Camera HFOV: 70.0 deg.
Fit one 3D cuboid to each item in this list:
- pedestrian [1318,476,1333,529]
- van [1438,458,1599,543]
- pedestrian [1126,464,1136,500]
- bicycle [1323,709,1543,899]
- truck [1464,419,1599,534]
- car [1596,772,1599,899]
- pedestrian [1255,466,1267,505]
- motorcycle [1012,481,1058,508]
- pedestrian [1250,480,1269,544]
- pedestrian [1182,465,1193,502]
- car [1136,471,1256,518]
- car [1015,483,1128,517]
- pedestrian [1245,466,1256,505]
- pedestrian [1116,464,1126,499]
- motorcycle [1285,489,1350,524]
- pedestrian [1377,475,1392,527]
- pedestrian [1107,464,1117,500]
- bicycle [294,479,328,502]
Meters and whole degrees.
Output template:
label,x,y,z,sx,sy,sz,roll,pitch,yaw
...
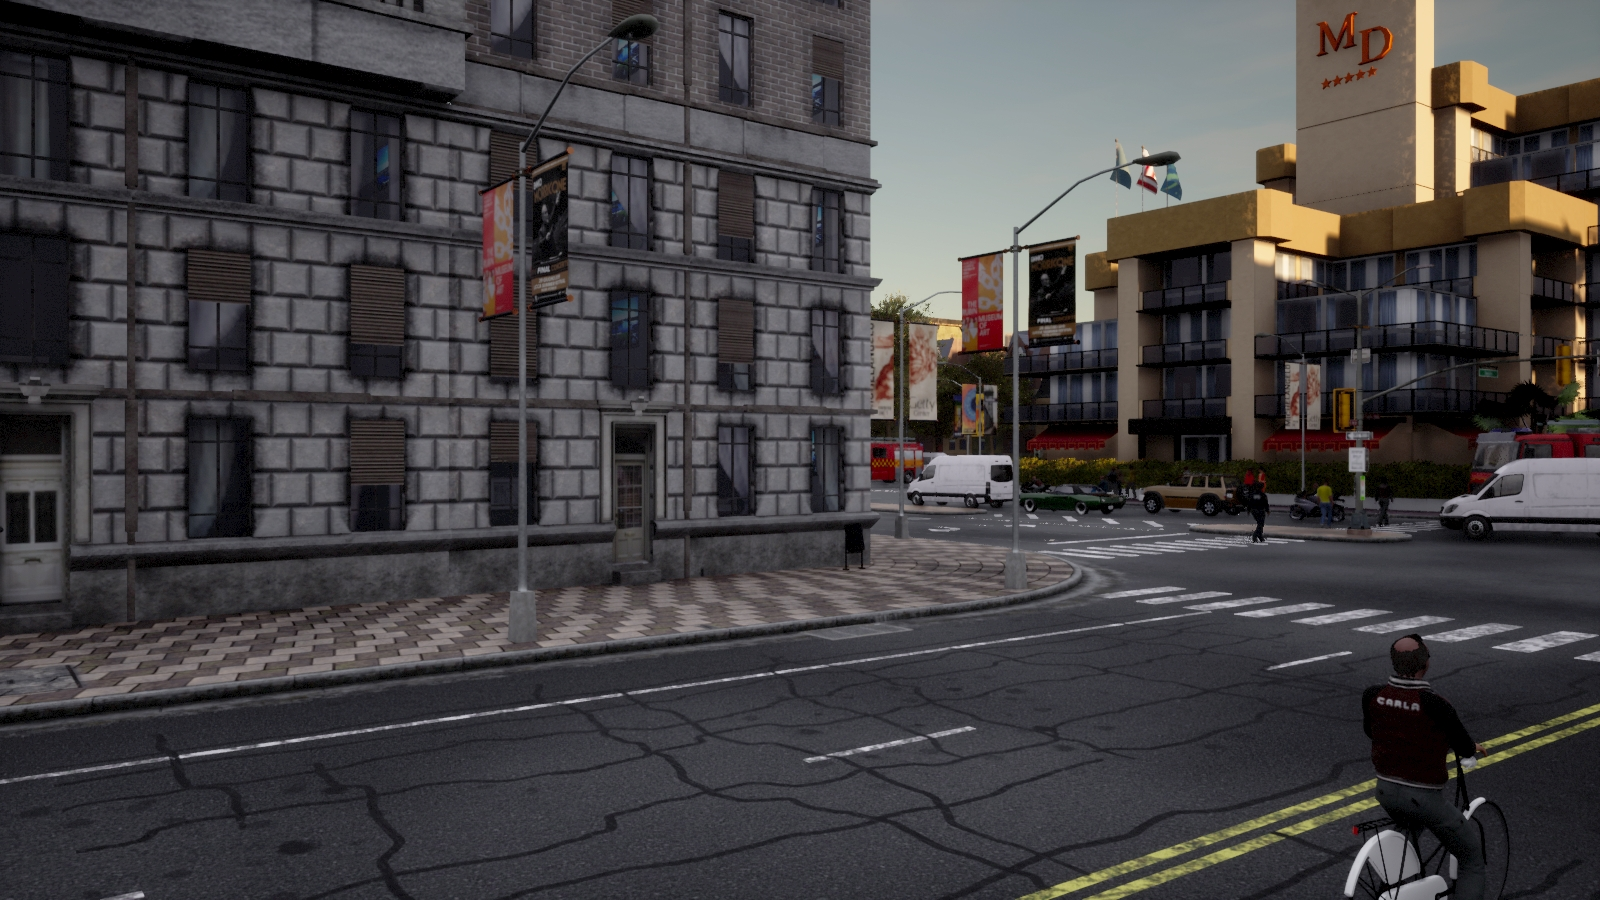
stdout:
label,x,y,z,sx,sy,sz,roll,pitch,yaw
pedestrian,18.569,1.848,40.383,0.375,1.860,0.375,0,0,-43
van,23.576,1.534,36.095,5.915,2.561,1.988,0,0,28
pedestrian,17.546,1.696,60.559,0.375,1.860,0.375,0,0,-36
bicycle,3.626,2.210,6.476,1.835,1.171,0.329,0,0,-35
truck,28.058,0.891,39.406,8.468,3.827,2.891,0,0,5
car,4.999,1.754,3.274,6.274,2.098,2.390,0,0,-34
pedestrian,22.020,1.696,54.544,0.375,1.860,0.375,0,0,-31
motorcycle,11.640,2.205,56.539,0.867,1.251,2.209,0,0,-37
pedestrian,13.750,1.849,34.196,0.375,1.860,0.375,0,0,-37
pedestrian,19.588,1.696,57.730,0.375,1.860,0.375,0,0,-29
car,17.034,1.864,49.374,1.932,1.855,4.605,0,0,-37
car,11.885,2.155,50.351,1.895,1.301,4.718,0,0,-37
pedestrian,21.743,1.696,55.125,0.375,1.860,0.375,0,0,44
pedestrian,17.169,1.696,61.119,0.375,1.860,0.375,0,0,-40
motorcycle,20.381,2.205,45.032,0.867,1.251,2.209,0,0,-40
pedestrian,21.198,1.848,41.469,0.375,1.860,0.375,0,0,-42
pedestrian,16.616,1.698,60.768,0.375,1.860,0.375,0,0,-17
bicycle,-27.399,2.263,64.067,1.835,1.171,0.329,3,0,10
